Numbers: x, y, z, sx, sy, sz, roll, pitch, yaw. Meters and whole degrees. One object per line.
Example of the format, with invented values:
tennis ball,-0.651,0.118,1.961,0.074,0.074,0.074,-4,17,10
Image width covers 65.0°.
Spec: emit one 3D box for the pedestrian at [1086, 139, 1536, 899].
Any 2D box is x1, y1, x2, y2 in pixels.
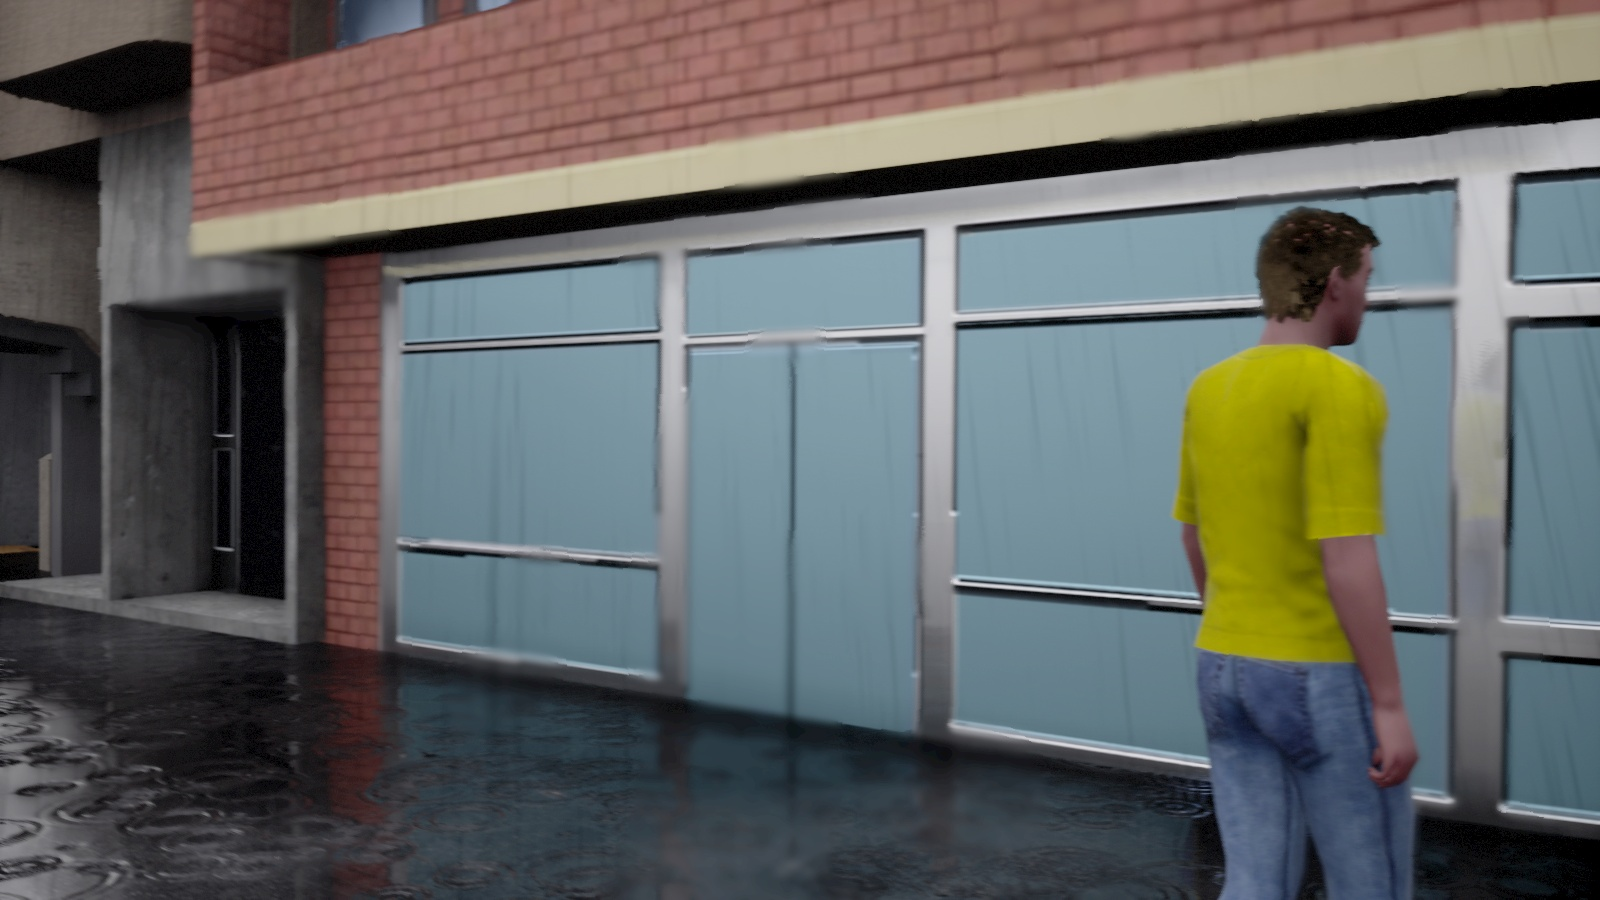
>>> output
pedestrian,0.945,0.401,2.345,0.706,1.836,0.354,-1,1,-17
